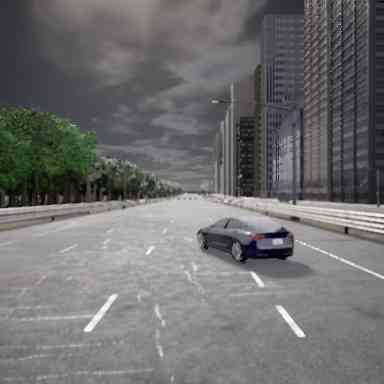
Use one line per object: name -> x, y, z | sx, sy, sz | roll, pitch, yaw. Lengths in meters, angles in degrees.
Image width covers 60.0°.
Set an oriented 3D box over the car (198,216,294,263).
car -> 1.864, 1.649, 12.776 | 2.163, 1.488, 4.792 | 0, -1, -22
